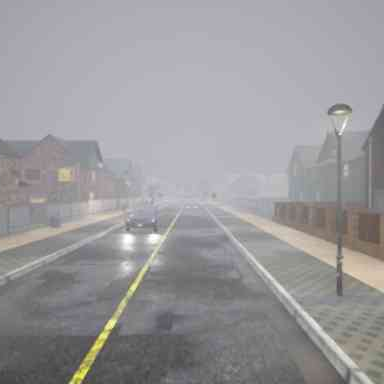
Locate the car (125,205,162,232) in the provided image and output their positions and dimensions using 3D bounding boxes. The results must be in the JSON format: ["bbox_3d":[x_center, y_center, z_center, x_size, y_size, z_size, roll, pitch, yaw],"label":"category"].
[{"bbox_3d":[-2.875,1.558,20.610,1.812,1.442,4.674,0,0,0],"label":"car"}]

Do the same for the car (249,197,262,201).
[{"bbox_3d":[11.313,1.567,56.305,4.181,1.385,1.994,-1,0,0],"label":"car"}]
